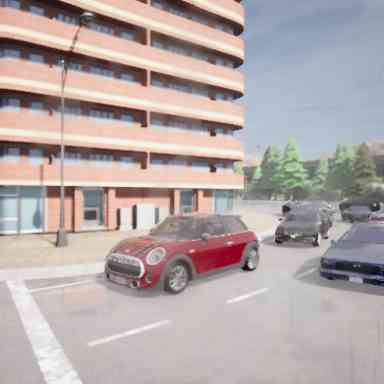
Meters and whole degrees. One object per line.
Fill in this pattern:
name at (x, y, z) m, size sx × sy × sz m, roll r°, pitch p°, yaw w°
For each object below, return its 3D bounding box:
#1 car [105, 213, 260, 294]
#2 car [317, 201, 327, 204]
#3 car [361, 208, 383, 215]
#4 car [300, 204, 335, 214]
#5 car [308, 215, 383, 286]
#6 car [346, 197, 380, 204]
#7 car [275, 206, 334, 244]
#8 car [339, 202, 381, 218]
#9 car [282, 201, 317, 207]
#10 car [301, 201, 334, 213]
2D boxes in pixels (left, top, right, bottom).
car at (-0.079, 1.412, 9.139) m, size 2.097 × 1.767 × 4.553 m, roll 0°, pitch -1°, yaw 43°
car at (14.128, 1.836, 37.080) m, size 1.812 × 1.442 × 4.674 m, roll 0°, pitch 0°, yaw -3°
car at (10.419, 1.759, 17.838) m, size 1.895 × 1.301 × 4.718 m, roll 0°, pitch 0°, yaw 25°
car at (9.199, 1.803, 24.466) m, size 1.895 × 1.301 × 4.718 m, roll 0°, pitch 0°, yaw 16°
car at (5.378, 1.629, 9.679) m, size 2.033 × 1.411 × 5.357 m, roll 0°, pitch -1°, yaw 38°
car at (20.657, 1.585, 41.097) m, size 2.150 × 2.045 × 5.566 m, roll 0°, pitch 0°, yaw -11°
car at (5.431, 1.633, 16.006) m, size 1.837 × 1.490 × 4.892 m, roll 0°, pitch 0°, yaw 30°
car at (13.649, 1.800, 27.152) m, size 1.994 × 1.385 × 4.181 m, roll 0°, pitch 0°, yaw 11°
car at (10.750, 1.771, 34.507) m, size 2.128 × 1.511 × 4.902 m, roll 0°, pitch 0°, yaw 0°
car at (16.374, 1.891, 43.717) m, size 1.812 × 1.442 × 4.674 m, roll 0°, pitch 0°, yaw -12°
